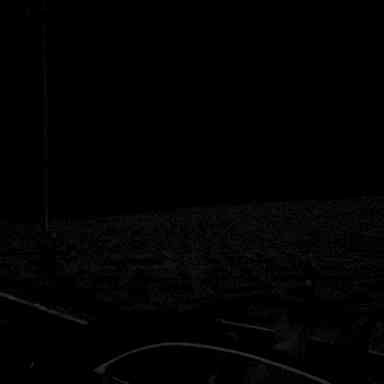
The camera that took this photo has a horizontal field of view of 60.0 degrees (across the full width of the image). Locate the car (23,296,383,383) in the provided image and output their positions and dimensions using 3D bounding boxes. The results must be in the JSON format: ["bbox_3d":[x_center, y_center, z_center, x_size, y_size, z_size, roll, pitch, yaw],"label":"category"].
[{"bbox_3d":[0.411,1.560,2.565,4.403,1.369,2.008,-1,-1,36],"label":"car"}]
